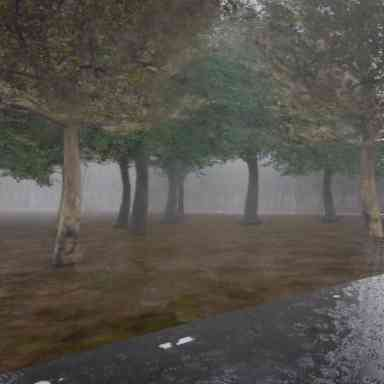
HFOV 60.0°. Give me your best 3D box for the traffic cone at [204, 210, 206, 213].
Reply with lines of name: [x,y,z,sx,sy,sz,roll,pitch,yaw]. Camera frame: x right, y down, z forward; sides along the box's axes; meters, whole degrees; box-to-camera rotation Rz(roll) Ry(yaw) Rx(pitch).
traffic cone: [3.089,4.740,81.278,0.340,0.580,0.340,-1,0,37]
